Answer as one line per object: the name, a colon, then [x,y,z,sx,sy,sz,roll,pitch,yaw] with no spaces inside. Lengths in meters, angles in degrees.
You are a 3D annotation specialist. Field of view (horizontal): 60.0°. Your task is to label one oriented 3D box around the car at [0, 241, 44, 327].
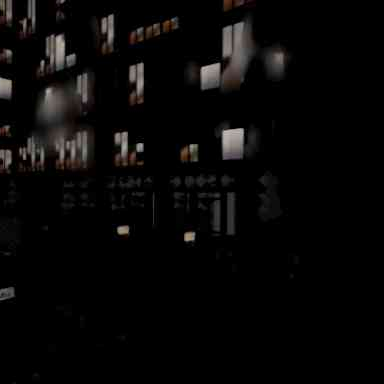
car: [-4.430,1.504,6.032,4.313,1.339,1.947,1,0,35]
